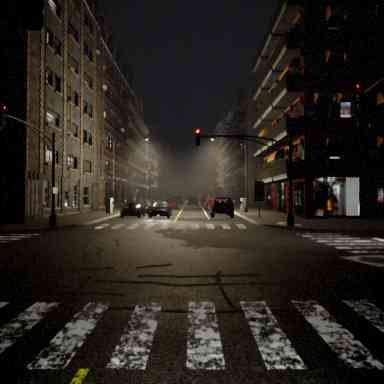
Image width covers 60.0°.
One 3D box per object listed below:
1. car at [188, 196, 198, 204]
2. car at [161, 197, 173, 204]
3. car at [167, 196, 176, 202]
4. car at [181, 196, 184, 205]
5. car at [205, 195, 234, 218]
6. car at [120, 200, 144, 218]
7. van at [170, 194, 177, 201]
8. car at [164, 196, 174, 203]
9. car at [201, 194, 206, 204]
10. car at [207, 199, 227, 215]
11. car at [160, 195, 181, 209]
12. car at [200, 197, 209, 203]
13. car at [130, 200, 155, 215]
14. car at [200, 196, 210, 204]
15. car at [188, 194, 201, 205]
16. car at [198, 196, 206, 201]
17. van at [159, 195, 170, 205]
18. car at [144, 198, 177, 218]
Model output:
[{"bbox_3d":[0.207,1.601,70.286,1.882,1.535,5.008,0,0,0],"label":"car"},{"bbox_3d":[-5.169,1.667,69.003,2.008,1.369,4.403,1,0,0],"label":"car"},{"bbox_3d":[-5.137,1.764,85.693,2.008,1.369,4.403,1,0,0],"label":"car"},{"bbox_3d":[-2.657,1.429,61.367,2.097,1.767,4.553,0,0,1],"label":"car"},{"bbox_3d":[2.644,1.327,30.101,2.192,1.841,5.009,1,0,0],"label":"car"},{"bbox_3d":[-5.241,1.577,30.070,1.947,1.339,4.313,1,0,0],"label":"car"},{"bbox_3d":[-5.123,1.589,91.259,1.690,1.788,3.998,1,0,0],"label":"van"},{"bbox_3d":[-5.158,1.671,74.395,1.752,1.417,4.829,1,0,0],"label":"car"},{"bbox_3d":[2.664,1.336,41.225,2.192,1.841,5.009,1,0,0],"label":"car"},{"bbox_3d":[2.651,1.540,35.830,1.752,1.417,4.829,1,0,0],"label":"car"},{"bbox_3d":[-2.760,1.502,43.619,1.882,1.535,5.008,0,0,0],"label":"car"},{"bbox_3d":[2.721,1.729,74.583,1.802,1.307,4.206,1,0,0],"label":"car"},{"bbox_3d":[-5.230,1.581,35.631,1.947,1.339,4.313,1,0,0],"label":"car"},{"bbox_3d":[2.712,1.557,69.023,1.967,1.590,4.097,1,0,0],"label":"car"},{"bbox_3d":[0.221,1.550,59.847,1.882,1.535,5.008,0,0,0],"label":"car"},{"bbox_3d":[2.753,1.814,91.274,1.947,1.339,4.313,1,0,0],"label":"car"},{"bbox_3d":[-5.175,1.428,63.439,1.690,1.788,3.998,1,0,0],"label":"van"},{"bbox_3d":[-2.790,1.559,30.279,2.033,1.411,5.357,0,0,0],"label":"car"}]
